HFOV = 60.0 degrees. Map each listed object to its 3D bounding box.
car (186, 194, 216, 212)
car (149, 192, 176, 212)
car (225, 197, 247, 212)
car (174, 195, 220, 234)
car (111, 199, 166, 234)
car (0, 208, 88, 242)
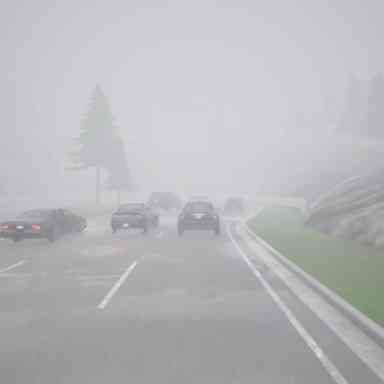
[{"bbox_3d":[1.033,1.119,35.612,2.097,1.767,4.553,0,0,16],"label":"car"},{"bbox_3d":[-2.773,0.992,35.119,2.150,2.045,5.566,0,0,16],"label":"car"},{"bbox_3d":[4.733,1.270,35.882,1.837,1.490,4.892,0,0,16],"label":"car"},{"bbox_3d":[0.469,1.231,18.378,2.097,1.767,4.553,0,0,4],"label":"car"},{"bbox_3d":[-3.029,1.371,18.500,2.128,1.511,4.902,0,0,4],"label":"car"},{"bbox_3d":[-6.731,1.444,15.780,2.033,1.411,5.357,0,0,3],"label":"car"}]
